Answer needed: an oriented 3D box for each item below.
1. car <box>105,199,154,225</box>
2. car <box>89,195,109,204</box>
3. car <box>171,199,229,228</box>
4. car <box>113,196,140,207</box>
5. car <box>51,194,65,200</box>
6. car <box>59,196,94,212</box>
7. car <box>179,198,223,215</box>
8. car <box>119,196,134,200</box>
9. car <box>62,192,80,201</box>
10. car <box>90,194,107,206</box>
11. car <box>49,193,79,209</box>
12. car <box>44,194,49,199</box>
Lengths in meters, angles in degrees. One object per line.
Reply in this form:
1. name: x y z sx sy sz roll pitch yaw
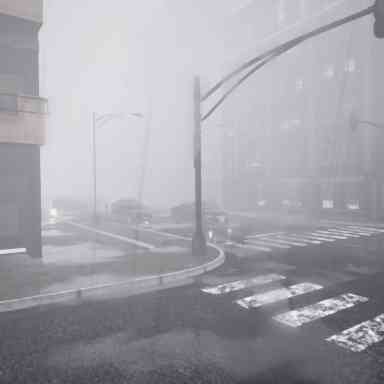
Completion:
1. car: -4.391 1.509 24.221 1.887 1.381 4.507 -1 1 -35
2. car: -15.574 1.216 55.314 1.752 1.417 4.829 -1 1 -35
3. car: 0.419 1.434 22.043 2.128 1.511 4.902 -1 1 -35
4. car: -9.104 1.265 45.971 1.752 1.417 4.829 -1 1 -35
5. car: -31.652 1.123 78.534 2.008 1.369 4.403 -1 1 -35
6. car: -12.659 1.448 36.388 2.008 1.369 4.403 -1 1 -35
7. car: 0.781 1.359 31.879 1.887 1.381 4.507 -1 1 -35
8. car: -5.958 1.370 31.256 1.882 1.535 5.008 -1 1 -35
9. car: -25.184 0.934 69.188 2.192 1.841 5.009 -1 1 -35
10. car: -14.157 1.111 48.627 2.097 1.767 4.553 -1 1 -34
11. car: -15.895 1.312 41.059 1.967 1.590 4.097 -1 1 -35
12. car: -34.984 1.074 83.345 1.752 1.417 4.829 -1 1 -35
